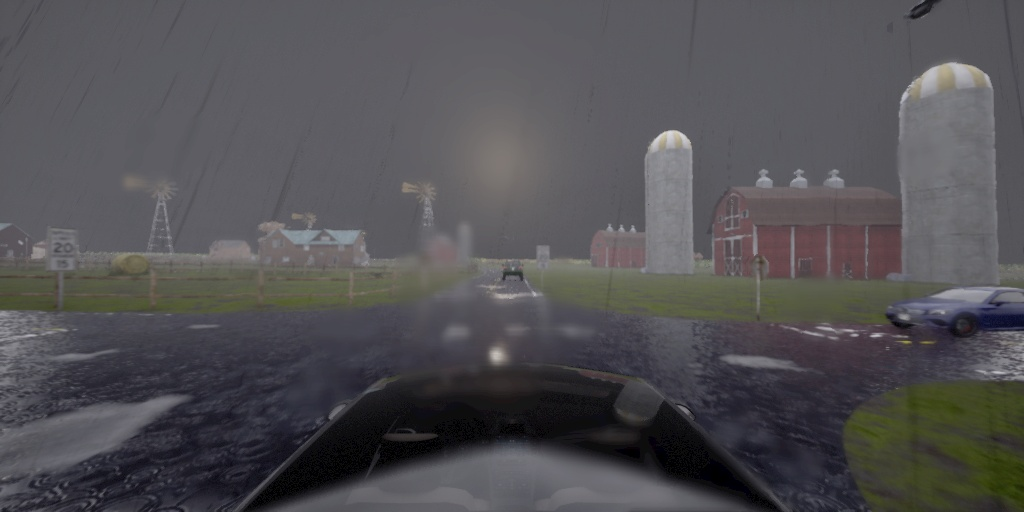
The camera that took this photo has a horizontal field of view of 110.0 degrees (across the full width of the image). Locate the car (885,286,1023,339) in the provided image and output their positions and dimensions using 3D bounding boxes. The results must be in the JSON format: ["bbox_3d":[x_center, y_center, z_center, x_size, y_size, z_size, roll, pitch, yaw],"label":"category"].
[{"bbox_3d":[14.417,1.664,11.043,4.674,1.442,1.812,1,-1,0],"label":"car"}]

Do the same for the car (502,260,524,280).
[{"bbox_3d":[0.100,1.486,39.447,2.150,2.045,5.566,0,-1,0],"label":"car"}]
